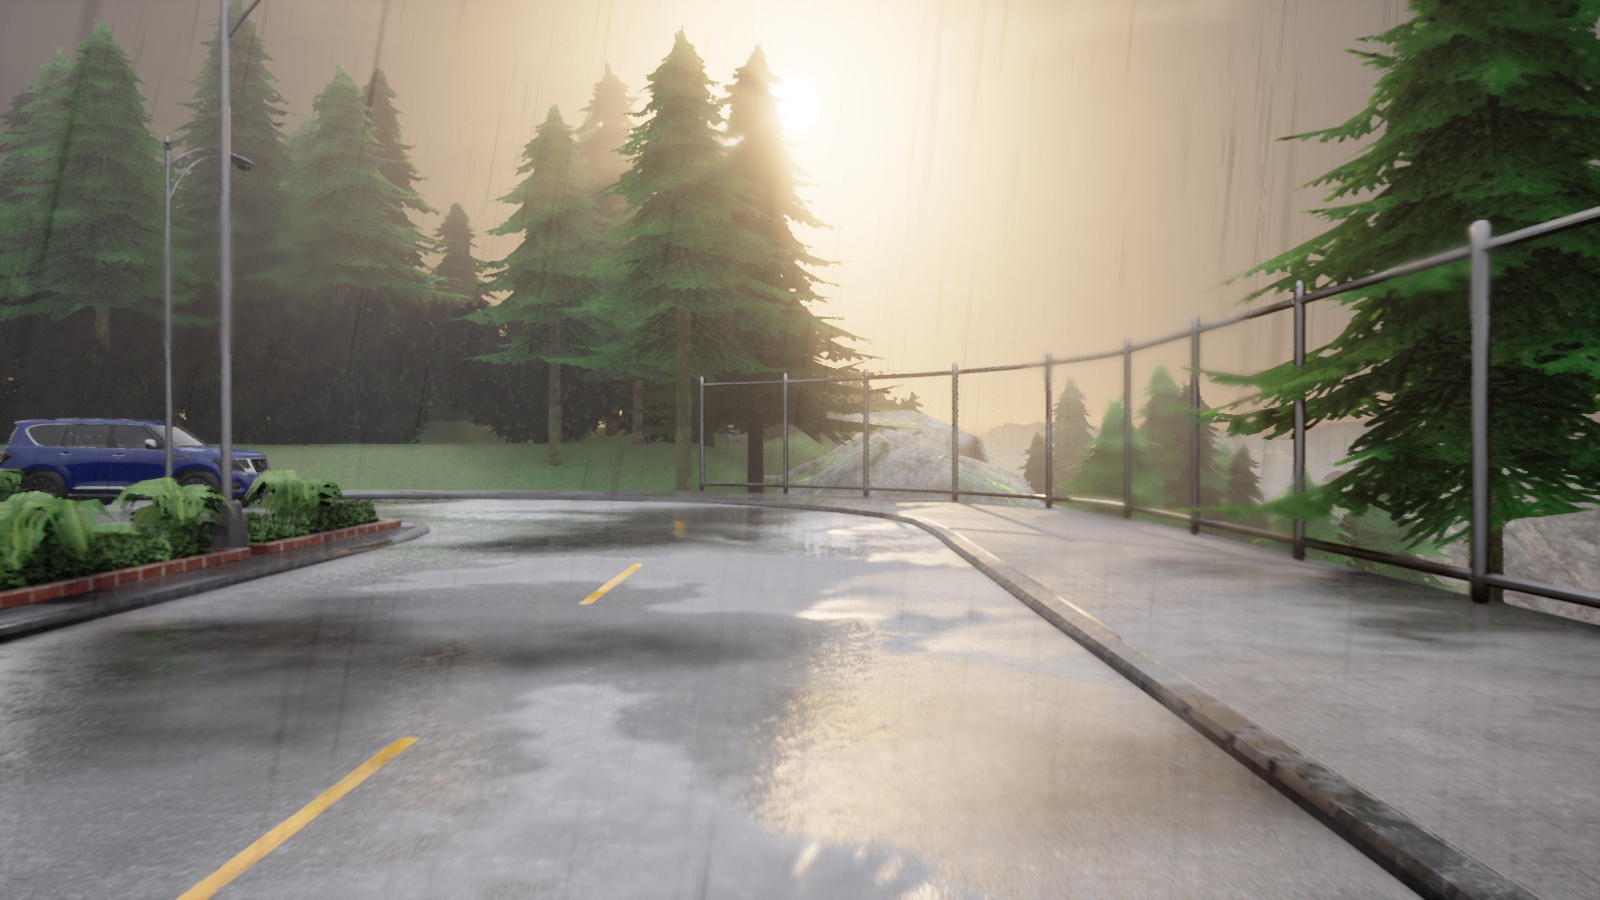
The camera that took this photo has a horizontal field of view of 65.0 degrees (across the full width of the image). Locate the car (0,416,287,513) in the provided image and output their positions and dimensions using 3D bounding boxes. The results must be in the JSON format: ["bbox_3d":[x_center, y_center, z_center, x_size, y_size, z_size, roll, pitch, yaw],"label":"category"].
[{"bbox_3d":[-14.460,0.299,27.498,5.566,2.045,2.150,0,0,0],"label":"car"}]
